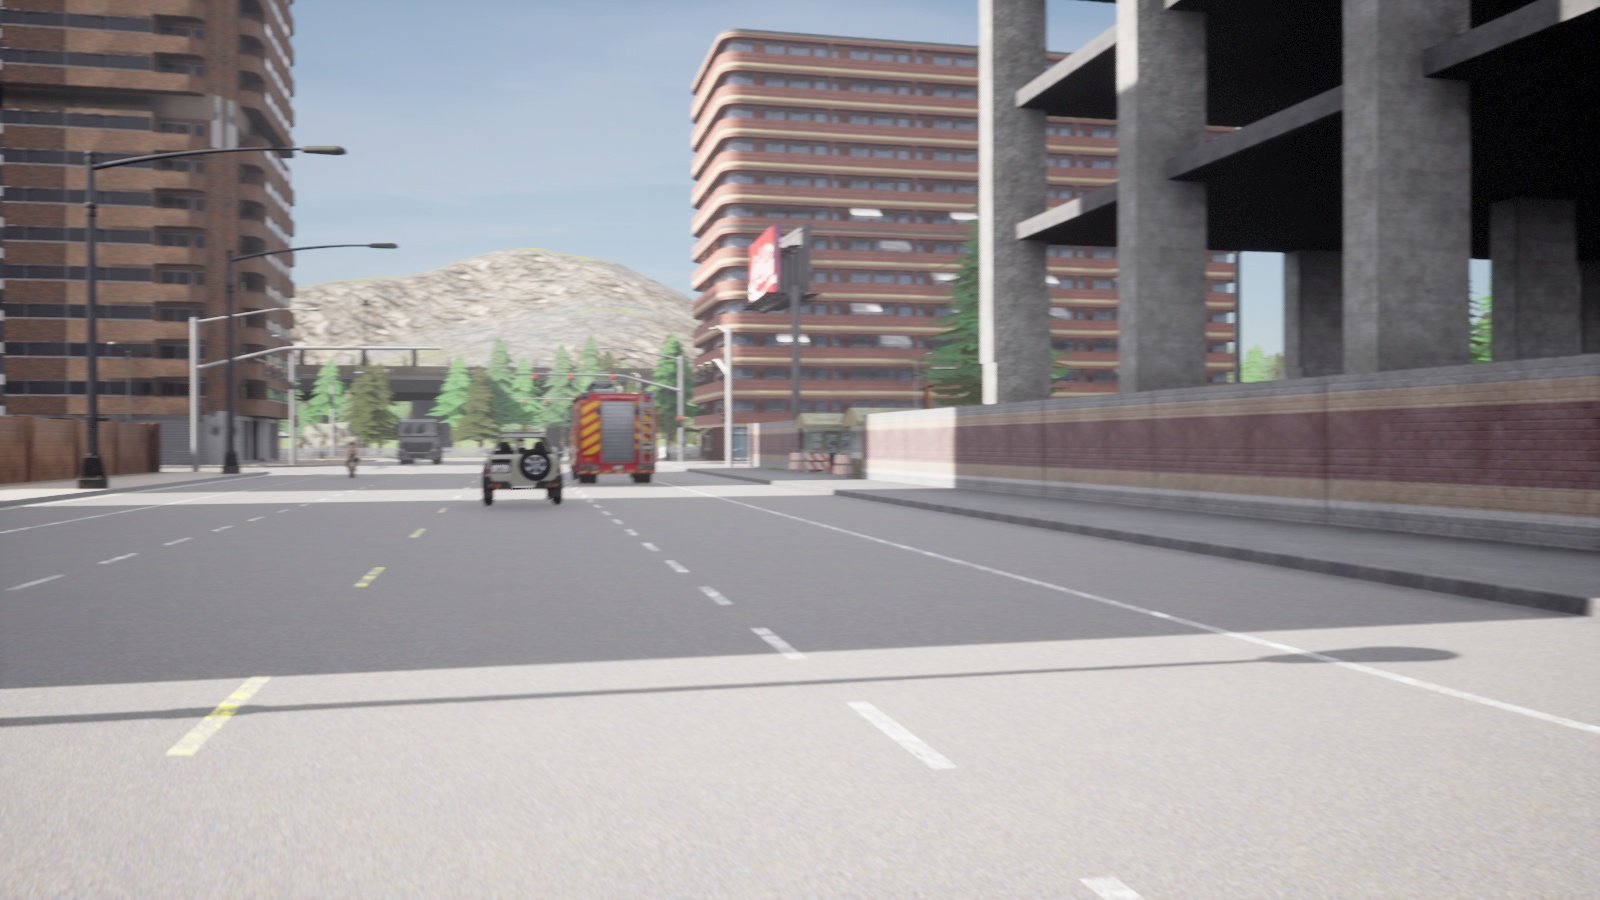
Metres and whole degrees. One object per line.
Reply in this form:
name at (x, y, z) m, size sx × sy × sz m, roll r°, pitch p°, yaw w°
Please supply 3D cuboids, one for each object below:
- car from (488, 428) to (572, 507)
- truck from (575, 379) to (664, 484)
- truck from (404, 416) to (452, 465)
car at (-6.909, 0.395, 31.901) m, size 1.932 × 1.855 × 4.605 m, roll 0°, pitch 0°, yaw -14°
truck at (-7.331, -0.690, 50.009) m, size 2.891 × 3.827 × 8.468 m, roll 0°, pitch 0°, yaw -12°
truck at (-27.860, -0.721, 94.211) m, size 2.891 × 3.462 × 7.936 m, roll 0°, pitch 1°, yaw -12°
